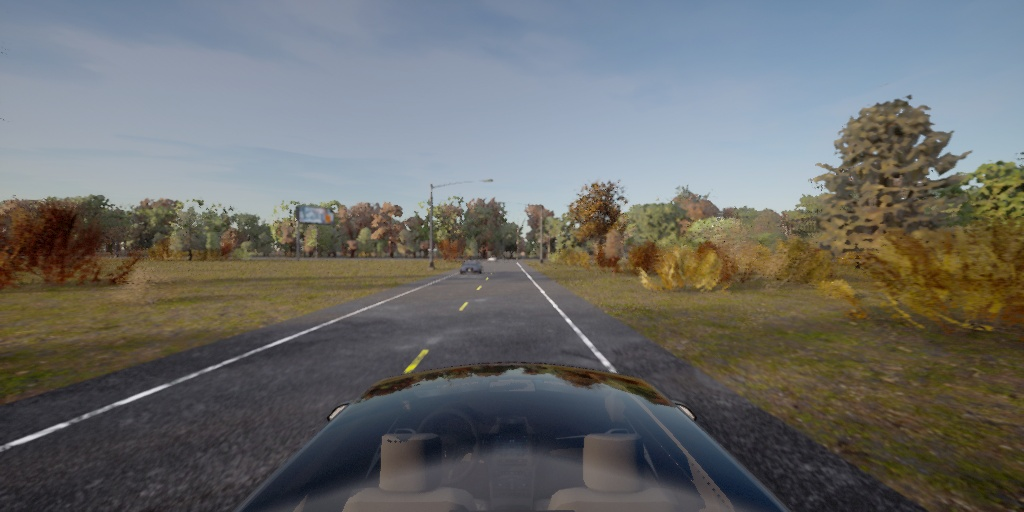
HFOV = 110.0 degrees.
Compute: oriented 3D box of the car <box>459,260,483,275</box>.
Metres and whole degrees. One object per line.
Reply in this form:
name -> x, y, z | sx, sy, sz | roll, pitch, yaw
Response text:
car -> -3.878, 1.090, 34.670 | 1.994, 1.385, 4.181 | 0, 0, 0
